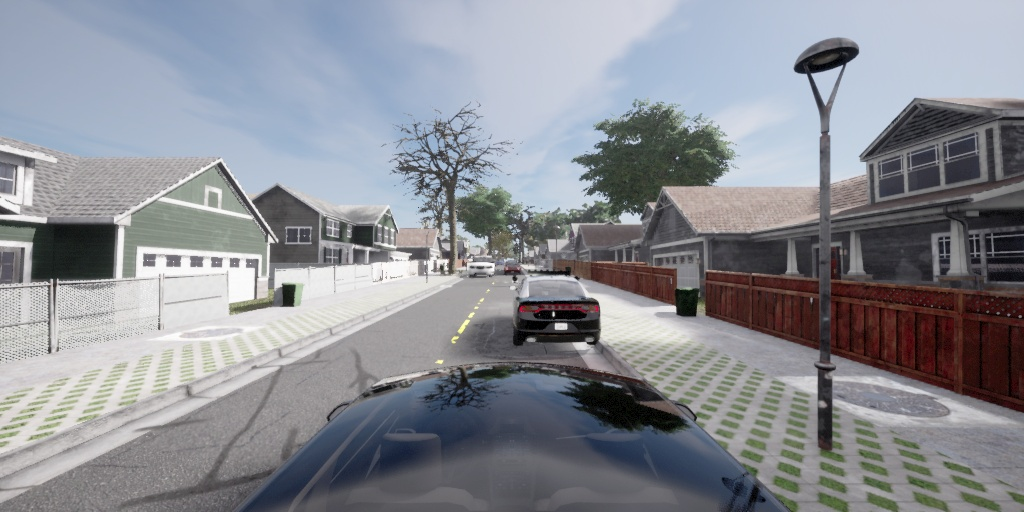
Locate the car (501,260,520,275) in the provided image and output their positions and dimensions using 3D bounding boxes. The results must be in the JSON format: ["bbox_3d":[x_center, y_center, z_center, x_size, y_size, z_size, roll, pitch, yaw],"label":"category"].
[{"bbox_3d":[0.084,1.379,39.520,1.895,1.301,4.718,0,0,0],"label":"car"}]

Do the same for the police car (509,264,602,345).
[{"bbox_3d":[0.964,1.178,9.625,1.930,1.638,5.238,0,0,0],"label":"police car"}]

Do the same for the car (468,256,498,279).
[{"bbox_3d":[-2.747,0.985,33.692,2.150,2.045,5.566,0,0,0],"label":"car"}]
